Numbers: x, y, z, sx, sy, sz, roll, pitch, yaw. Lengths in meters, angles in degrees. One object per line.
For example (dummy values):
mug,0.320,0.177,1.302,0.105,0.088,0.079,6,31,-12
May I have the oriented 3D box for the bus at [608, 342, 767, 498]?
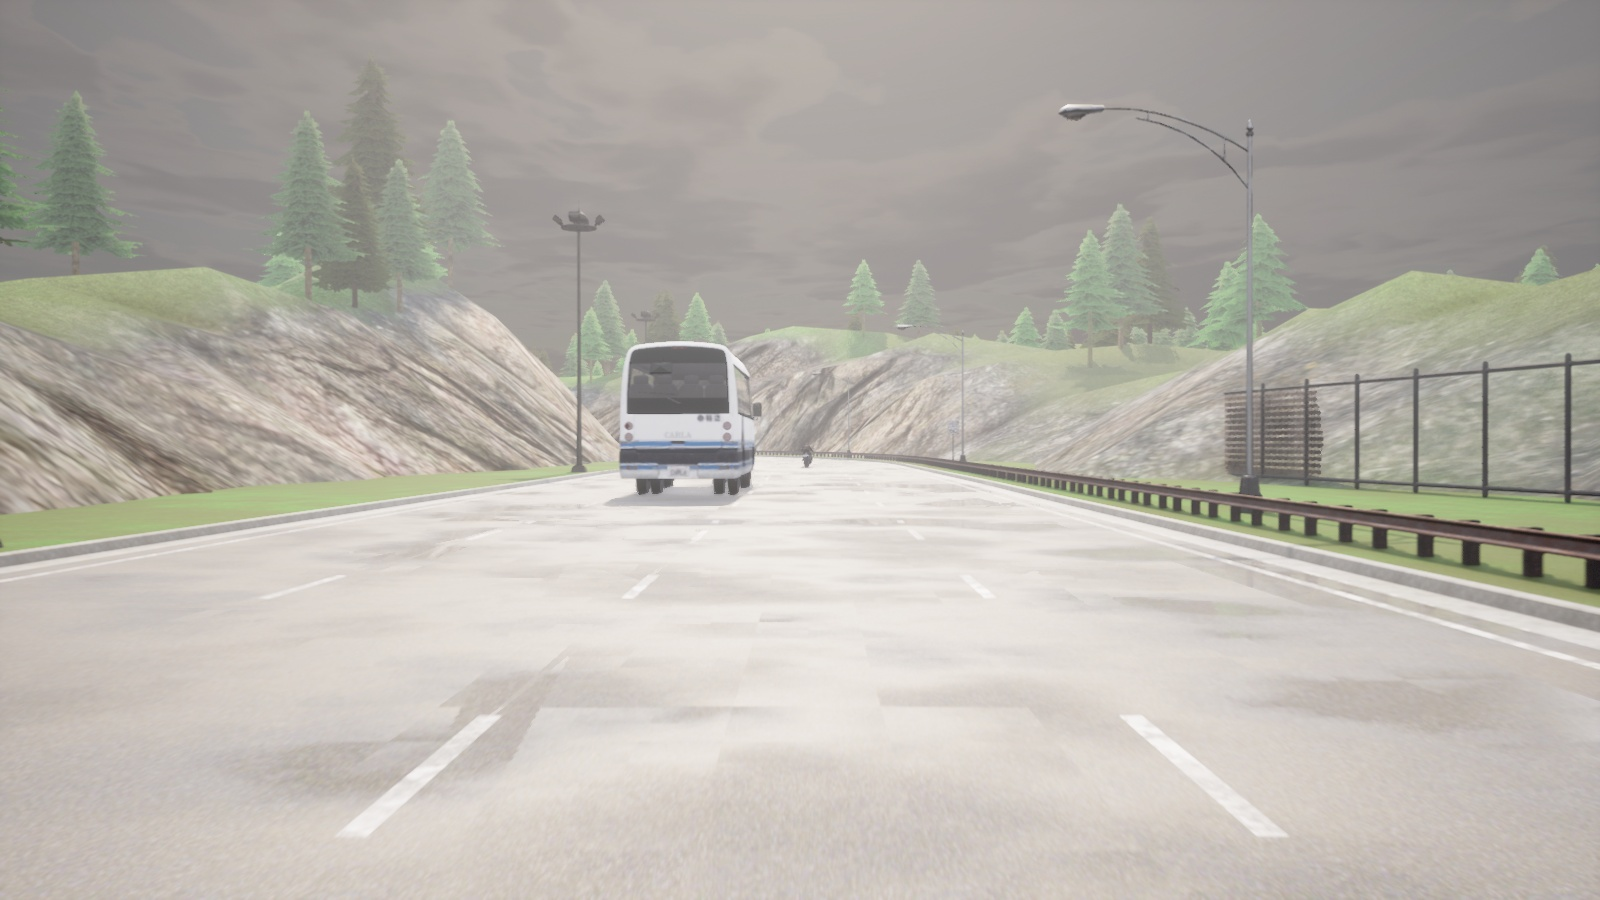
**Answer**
bus,-3.217,-0.855,39.478,3.944,4.253,10.273,0,0,1
